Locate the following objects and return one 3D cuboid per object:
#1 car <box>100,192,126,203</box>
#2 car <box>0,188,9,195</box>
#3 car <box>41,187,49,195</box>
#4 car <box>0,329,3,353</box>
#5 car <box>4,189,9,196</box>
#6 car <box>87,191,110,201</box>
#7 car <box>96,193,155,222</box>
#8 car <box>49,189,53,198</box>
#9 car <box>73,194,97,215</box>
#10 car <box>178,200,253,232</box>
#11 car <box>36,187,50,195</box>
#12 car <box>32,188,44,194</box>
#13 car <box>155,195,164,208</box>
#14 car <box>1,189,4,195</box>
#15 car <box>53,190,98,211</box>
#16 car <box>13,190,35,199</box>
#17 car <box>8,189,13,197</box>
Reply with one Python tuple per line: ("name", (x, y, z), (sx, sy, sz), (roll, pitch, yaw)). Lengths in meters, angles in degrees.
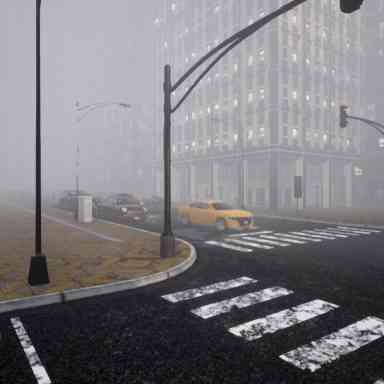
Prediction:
("car", (-10.849, 0.707, 45.468), (1.752, 1.417, 4.829), (1, 0, -36))
("car", (-43.468, -0.113, 76.672), (1.887, 1.381, 4.507), (1, 0, -36))
("car", (-33.457, -0.020, 77.079), (1.887, 1.381, 4.507), (1, 0, -36))
("car", (-4.387, 1.440, 3.432), (4.097, 1.590, 1.967), (0, 0, -35))
("car", (-33.741, 0.208, 63.070), (1.887, 1.381, 4.507), (1, 0, -36))
("car", (-13.995, 0.644, 49.865), (1.947, 1.339, 4.313), (1, 0, -36))
("car", (-4.556, 1.069, 22.264), (1.967, 1.590, 4.097), (1, 0, -36))
("car", (-23.047, 0.378, 58.046), (1.812, 1.442, 4.674), (0, 1, -36))
("car", (-7.802, 1.103, 26.798), (1.802, 1.307, 4.206), (1, 0, -36))
("car", (1.211, 1.221, 18.793), (1.882, 1.535, 5.008), (0, 1, -38))
("car", (-36.695, -0.357, 81.614), (2.192, 1.841, 5.009), (1, 0, -36))
("car", (-39.944, -0.213, 86.151), (1.947, 1.339, 4.313), (1, 0, -36))
("car", (-4.264, 0.982, 36.257), (1.802, 1.307, 4.206), (1, 0, -36))
("car", (-36.983, 0.107, 67.604), (2.008, 1.369, 4.403), (1, 0, -36))
("car", (-11.038, 0.729, 31.331), (2.192, 1.841, 5.009), (1, 0, -36))
("car", (-27.256, 0.422, 54.002), (1.887, 1.381, 4.507), (1, 0, -36))
("car", (-30.498, 0.321, 58.536), (2.008, 1.369, 4.403), (1, 0, -36))
